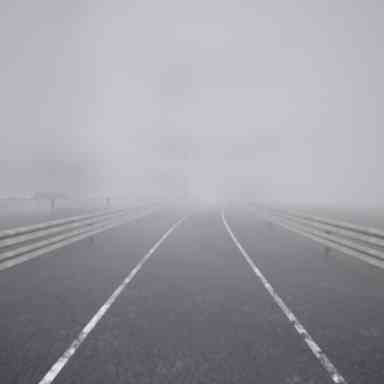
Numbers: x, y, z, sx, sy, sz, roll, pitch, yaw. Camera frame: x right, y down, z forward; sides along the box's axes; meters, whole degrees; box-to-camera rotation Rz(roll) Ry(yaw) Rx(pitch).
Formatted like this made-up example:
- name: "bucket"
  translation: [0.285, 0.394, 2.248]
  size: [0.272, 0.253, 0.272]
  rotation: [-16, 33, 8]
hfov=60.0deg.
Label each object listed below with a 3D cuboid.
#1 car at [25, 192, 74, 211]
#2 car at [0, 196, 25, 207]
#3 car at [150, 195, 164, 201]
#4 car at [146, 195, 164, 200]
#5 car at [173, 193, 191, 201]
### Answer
- name: "car"
  translation: [-15.820, 0.976, 37.964]
  size: [2.150, 2.045, 5.566]
  rotation: [0, 0, 15]
- name: "car"
  translation: [-22.136, 1.267, 41.478]
  size: [1.882, 1.535, 5.008]
  rotation: [0, 0, 15]
- name: "car"
  translation: [-8.909, 1.479, 85.437]
  size: [1.837, 1.490, 4.892]
  rotation: [0, 0, 18]
- name: "car"
  translation: [-8.529, 1.532, 75.294]
  size: [1.895, 1.301, 4.718]
  rotation: [0, 0, 18]
- name: "car"
  translation: [-2.811, 1.183, 81.572]
  size: [2.150, 2.045, 5.566]
  rotation: [0, 0, 18]
